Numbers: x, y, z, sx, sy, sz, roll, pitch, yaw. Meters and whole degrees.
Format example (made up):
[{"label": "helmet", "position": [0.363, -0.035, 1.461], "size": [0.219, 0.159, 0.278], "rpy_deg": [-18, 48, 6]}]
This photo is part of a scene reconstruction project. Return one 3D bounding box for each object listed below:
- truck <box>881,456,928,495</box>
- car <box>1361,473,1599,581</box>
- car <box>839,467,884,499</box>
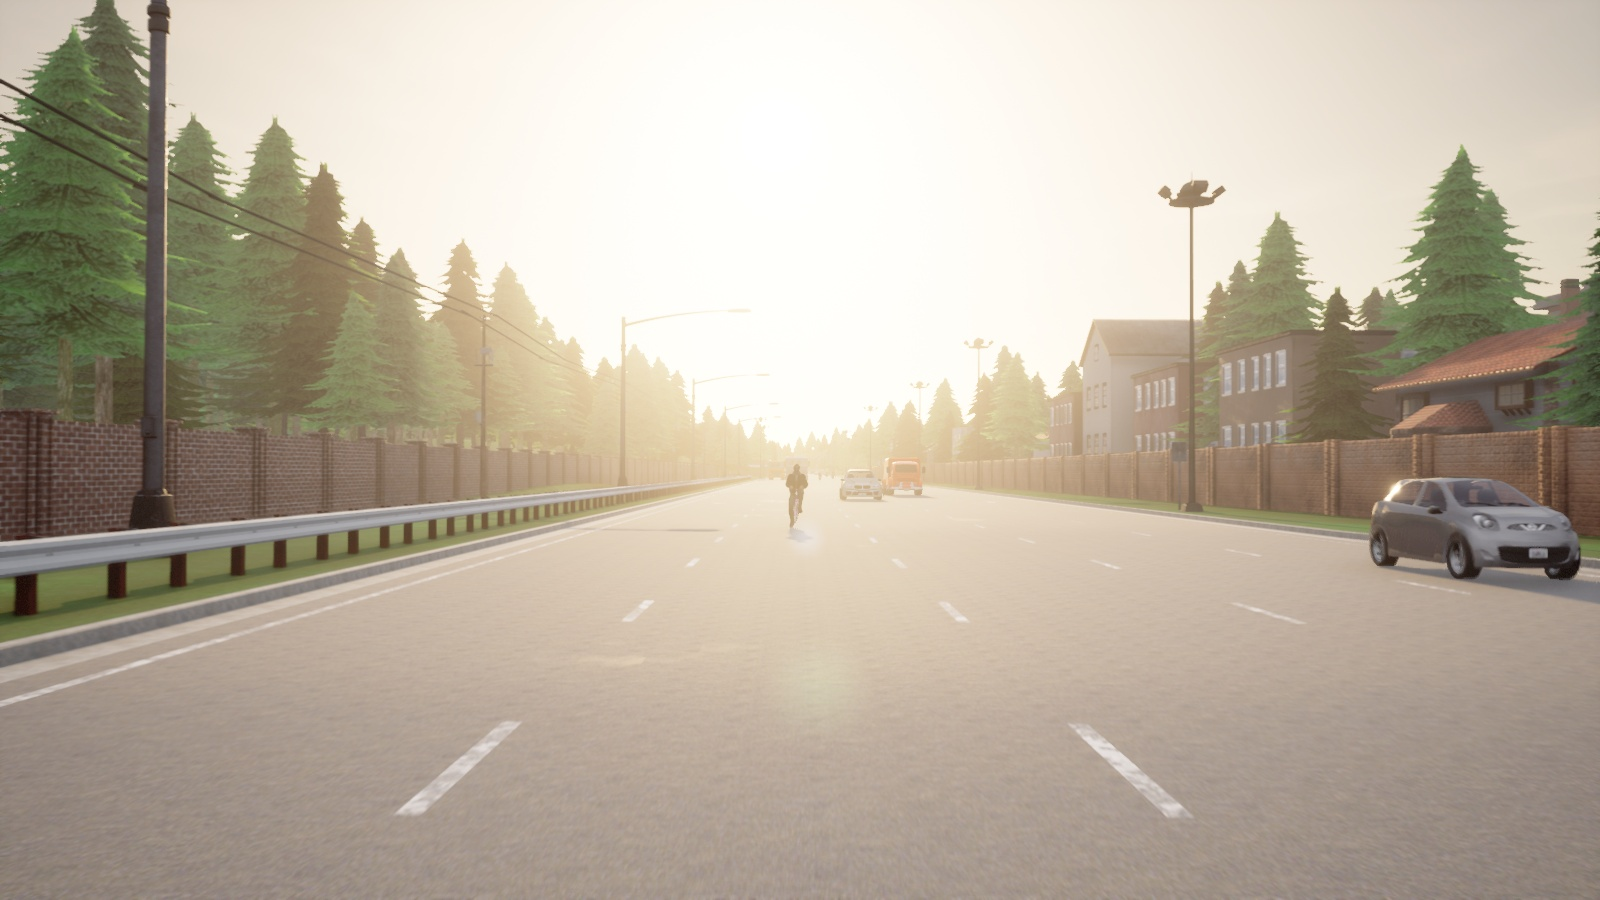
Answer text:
[{"label": "truck", "position": [6.794, 1.683, 82.579], "size": [2.627, 2.467, 5.204], "rpy_deg": [0, -1, 0]}, {"label": "car", "position": [10.451, 1.113, 19.499], "size": [1.845, 1.501, 3.633], "rpy_deg": [0, -1, 0]}, {"label": "car", "position": [3.329, 1.799, 68.895], "size": [2.242, 1.667, 4.611], "rpy_deg": [0, -1, 0]}]
